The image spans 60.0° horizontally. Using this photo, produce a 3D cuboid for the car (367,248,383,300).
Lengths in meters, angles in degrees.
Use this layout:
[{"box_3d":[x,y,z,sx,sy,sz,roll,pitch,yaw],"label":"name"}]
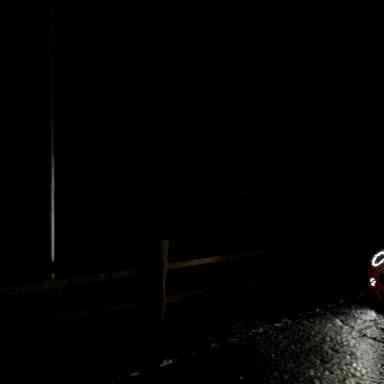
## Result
[{"box_3d":[5.777,1.356,7.195,4.553,1.767,2.097,0,0,-36],"label":"car"}]
